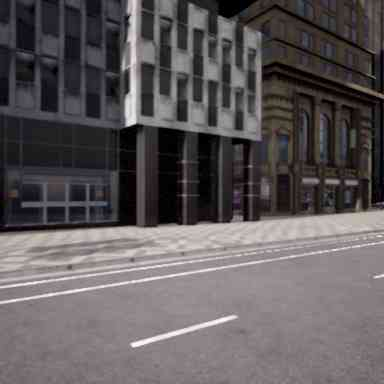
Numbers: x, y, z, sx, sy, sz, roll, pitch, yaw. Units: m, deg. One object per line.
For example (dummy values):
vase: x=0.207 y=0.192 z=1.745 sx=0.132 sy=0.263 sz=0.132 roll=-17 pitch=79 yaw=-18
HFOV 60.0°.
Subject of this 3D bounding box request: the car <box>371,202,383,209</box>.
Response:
car: x=38.597 y=2.798 z=69.054 sx=1.802 sy=1.307 sz=4.206 roll=-1 pitch=0 yaw=-35
